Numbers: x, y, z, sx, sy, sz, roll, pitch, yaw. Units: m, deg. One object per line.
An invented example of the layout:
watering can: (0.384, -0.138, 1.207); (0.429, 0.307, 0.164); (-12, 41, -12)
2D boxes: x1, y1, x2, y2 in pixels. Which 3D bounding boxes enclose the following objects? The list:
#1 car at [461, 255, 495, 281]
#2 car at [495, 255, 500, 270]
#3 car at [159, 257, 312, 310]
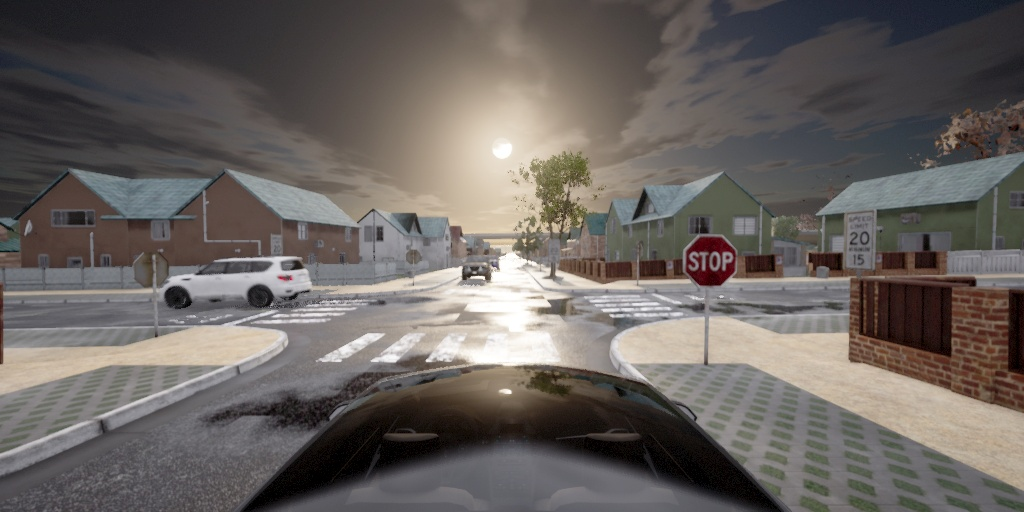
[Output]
car: (-2.853, 0.935, 30.047); (2.150, 2.045, 5.566); (0, 0, 0)
car: (-2.837, 0.908, 50.533); (2.150, 2.045, 5.566); (0, 0, 0)
car: (-11.746, 1.082, 15.481); (5.566, 2.045, 2.150); (-1, 2, -1)
